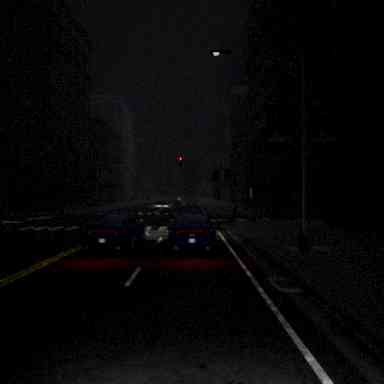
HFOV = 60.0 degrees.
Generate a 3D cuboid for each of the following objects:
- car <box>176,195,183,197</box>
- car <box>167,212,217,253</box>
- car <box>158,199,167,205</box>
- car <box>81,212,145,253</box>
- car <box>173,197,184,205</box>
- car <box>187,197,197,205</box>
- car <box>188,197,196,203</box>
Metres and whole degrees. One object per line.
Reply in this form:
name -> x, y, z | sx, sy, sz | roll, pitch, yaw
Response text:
car -> -3.247, 1.894, 86.423 | 2.150, 2.045, 5.566 | 0, -1, 0
car -> 0.008, 1.616, 14.492 | 1.882, 1.535, 5.008 | 0, 0, 0
car -> -6.497, 2.271, 73.473 | 1.895, 1.301, 4.718 | 0, -1, 0
car -> -3.243, 1.616, 14.483 | 1.882, 1.535, 5.008 | 0, 0, 0
car -> -3.247, 2.285, 74.750 | 1.895, 1.301, 4.718 | 0, -1, 0
car -> 0.003, 2.049, 75.108 | 2.097, 1.767, 4.553 | 0, -1, 0
car -> 0.003, 2.147, 86.391 | 1.882, 1.535, 5.008 | 0, -1, 0
